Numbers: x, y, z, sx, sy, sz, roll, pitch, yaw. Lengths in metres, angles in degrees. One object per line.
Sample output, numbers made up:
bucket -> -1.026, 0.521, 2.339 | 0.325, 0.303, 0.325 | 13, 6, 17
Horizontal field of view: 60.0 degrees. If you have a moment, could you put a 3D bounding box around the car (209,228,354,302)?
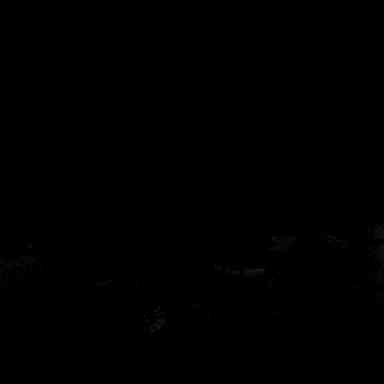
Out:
car -> 2.365, 1.582, 8.220 | 4.206, 1.307, 1.802 | 0, 0, -35

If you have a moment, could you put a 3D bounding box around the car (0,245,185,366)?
car -> -2.115, 1.566, 5.027 | 4.313, 1.339, 1.947 | 0, 0, -35
